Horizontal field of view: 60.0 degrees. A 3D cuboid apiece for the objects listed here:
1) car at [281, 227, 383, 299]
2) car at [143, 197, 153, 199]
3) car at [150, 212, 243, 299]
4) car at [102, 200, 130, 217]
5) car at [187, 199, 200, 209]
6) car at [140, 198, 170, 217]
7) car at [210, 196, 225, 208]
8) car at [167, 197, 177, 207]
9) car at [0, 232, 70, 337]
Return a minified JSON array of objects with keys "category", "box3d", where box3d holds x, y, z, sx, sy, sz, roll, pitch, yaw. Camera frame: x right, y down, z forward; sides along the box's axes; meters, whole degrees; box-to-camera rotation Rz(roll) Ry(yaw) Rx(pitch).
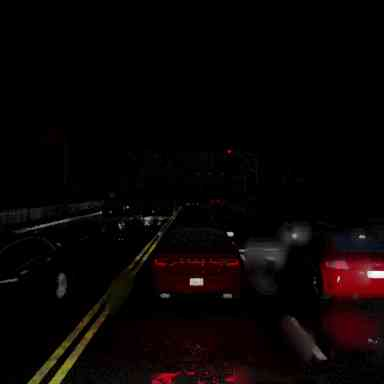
[{"category":"car","box3d":[3.638,1.571,8.475,1.994,1.385,4.181,0,0,1]},{"category":"car","box3d":[-6.894,1.573,52.295,1.837,1.490,4.892,0,0,0]},{"category":"car","box3d":[0.099,1.485,8.524,1.882,1.535,5.008,0,0,0]},{"category":"car","box3d":[-7.034,1.531,31.164,1.837,1.490,4.892,0,0,0]},{"category":"car","box3d":[0.192,1.586,44.790,2.033,1.411,5.357,0,0,0]},{"category":"car","box3d":[-3.532,1.591,31.938,1.994,1.385,4.181,0,0,0]},{"category":"car","box3d":[3.728,1.395,49.217,2.097,1.767,4.553,0,0,1]},{"category":"car","box3d":[-3.393,1.585,52.354,1.837,1.490,4.892,0,0,0]},{"category":"car","box3d":[-3.589,1.509,5.452,1.837,1.490,4.892,0,0,0]}]
